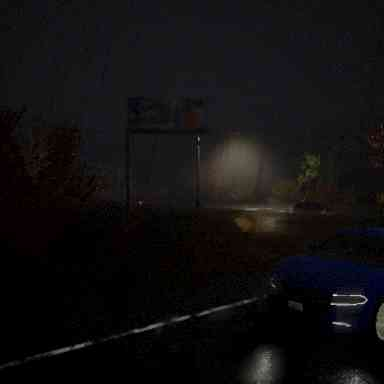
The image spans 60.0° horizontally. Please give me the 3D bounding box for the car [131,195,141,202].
[{"bbox_3d":[-11.419,1.307,71.416,1.882,1.535,5.008,0,0,-36],"label":"car"}]

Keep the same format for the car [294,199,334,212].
[{"bbox_3d":[13.397,1.500,36.827,1.994,1.385,4.181,0,0,-36],"label":"car"}]

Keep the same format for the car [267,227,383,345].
[{"bbox_3d":[3.623,1.472,6.564,5.008,1.535,1.882,0,0,-35],"label":"car"}]
